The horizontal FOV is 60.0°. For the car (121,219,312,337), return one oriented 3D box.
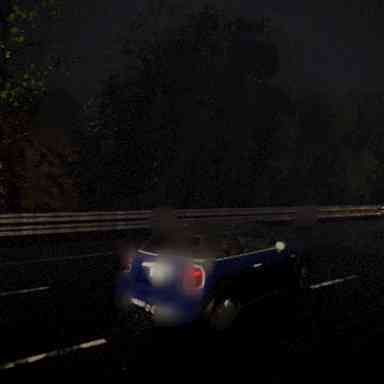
[{"bbox_3d":[0.818,1.394,7.116,2.097,1.767,4.553,0,0,41],"label":"car"}]
